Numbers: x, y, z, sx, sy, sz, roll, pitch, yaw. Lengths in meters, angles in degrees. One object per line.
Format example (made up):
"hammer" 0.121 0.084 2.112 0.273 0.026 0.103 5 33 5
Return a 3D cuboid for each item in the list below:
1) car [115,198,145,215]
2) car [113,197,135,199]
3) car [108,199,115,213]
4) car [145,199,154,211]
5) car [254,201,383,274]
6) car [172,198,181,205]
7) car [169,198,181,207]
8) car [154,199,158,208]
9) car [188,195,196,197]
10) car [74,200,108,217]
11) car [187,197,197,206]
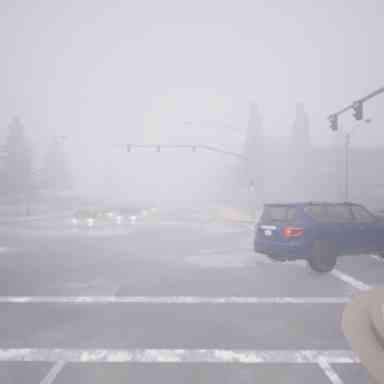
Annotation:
"car" -7.089 1.823 38.634 1.882 1.535 5.008 0 -1 0
"car" -10.564 1.941 51.962 1.882 1.535 5.008 0 -1 0
"car" -10.588 1.950 43.188 1.994 1.385 4.181 0 -1 1
"car" -7.076 1.989 47.625 1.994 1.385 4.181 0 -1 1
"car" 4.679 1.321 11.090 5.566 2.045 2.150 0 -2 -27
"car" -3.512 2.171 77.770 1.882 1.535 5.008 0 -1 0
"car" -3.410 2.173 64.194 1.895 1.301 4.718 0 -1 0
"car" -7.021 2.020 57.698 1.837 1.490 4.892 0 -1 0
"car" -0.012 1.771 77.481 2.150 2.045 5.566 0 -1 0
"car" -10.597 1.661 34.560 2.097 1.767 4.553 0 -1 0
"car" -0.010 2.164 67.574 1.994 1.385 4.181 0 -1 0
